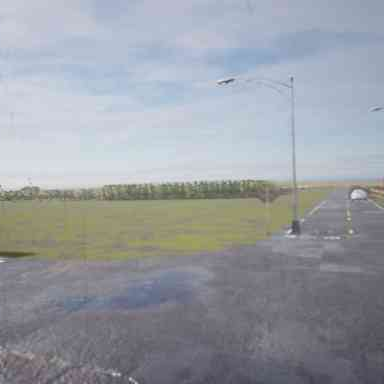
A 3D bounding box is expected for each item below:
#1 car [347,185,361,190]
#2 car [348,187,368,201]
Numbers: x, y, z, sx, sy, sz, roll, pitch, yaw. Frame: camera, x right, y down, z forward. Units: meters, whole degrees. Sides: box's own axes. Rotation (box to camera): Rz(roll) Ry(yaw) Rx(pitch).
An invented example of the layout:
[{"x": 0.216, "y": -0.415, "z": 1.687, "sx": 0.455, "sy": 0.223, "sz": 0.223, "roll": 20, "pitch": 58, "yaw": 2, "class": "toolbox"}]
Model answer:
[{"x": 26.819, "y": -0.066, "z": 54.656, "sx": 2.150, "sy": 2.045, "sz": 5.566, "roll": -1, "pitch": 1, "yaw": 25, "class": "car"}, {"x": 22.397, "y": 0.454, "z": 44.740, "sx": 1.812, "sy": 1.442, "sz": 4.674, "roll": -1, "pitch": 1, "yaw": 25, "class": "car"}]
